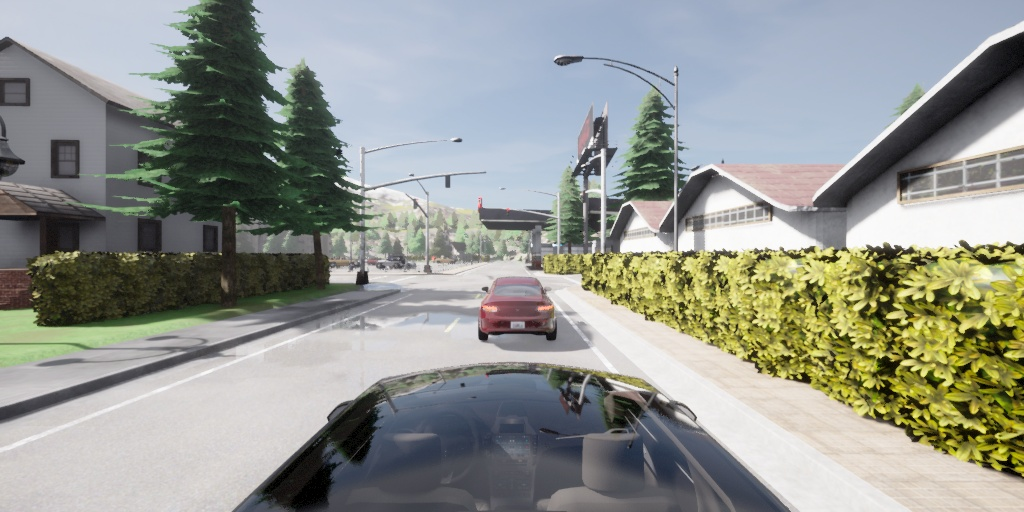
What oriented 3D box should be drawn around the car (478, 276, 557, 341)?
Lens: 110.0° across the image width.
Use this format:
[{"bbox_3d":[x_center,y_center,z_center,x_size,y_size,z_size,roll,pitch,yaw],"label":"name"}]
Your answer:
[{"bbox_3d":[0.128,1.275,9.778,1.812,1.442,4.674,0,0,0],"label":"car"}]
